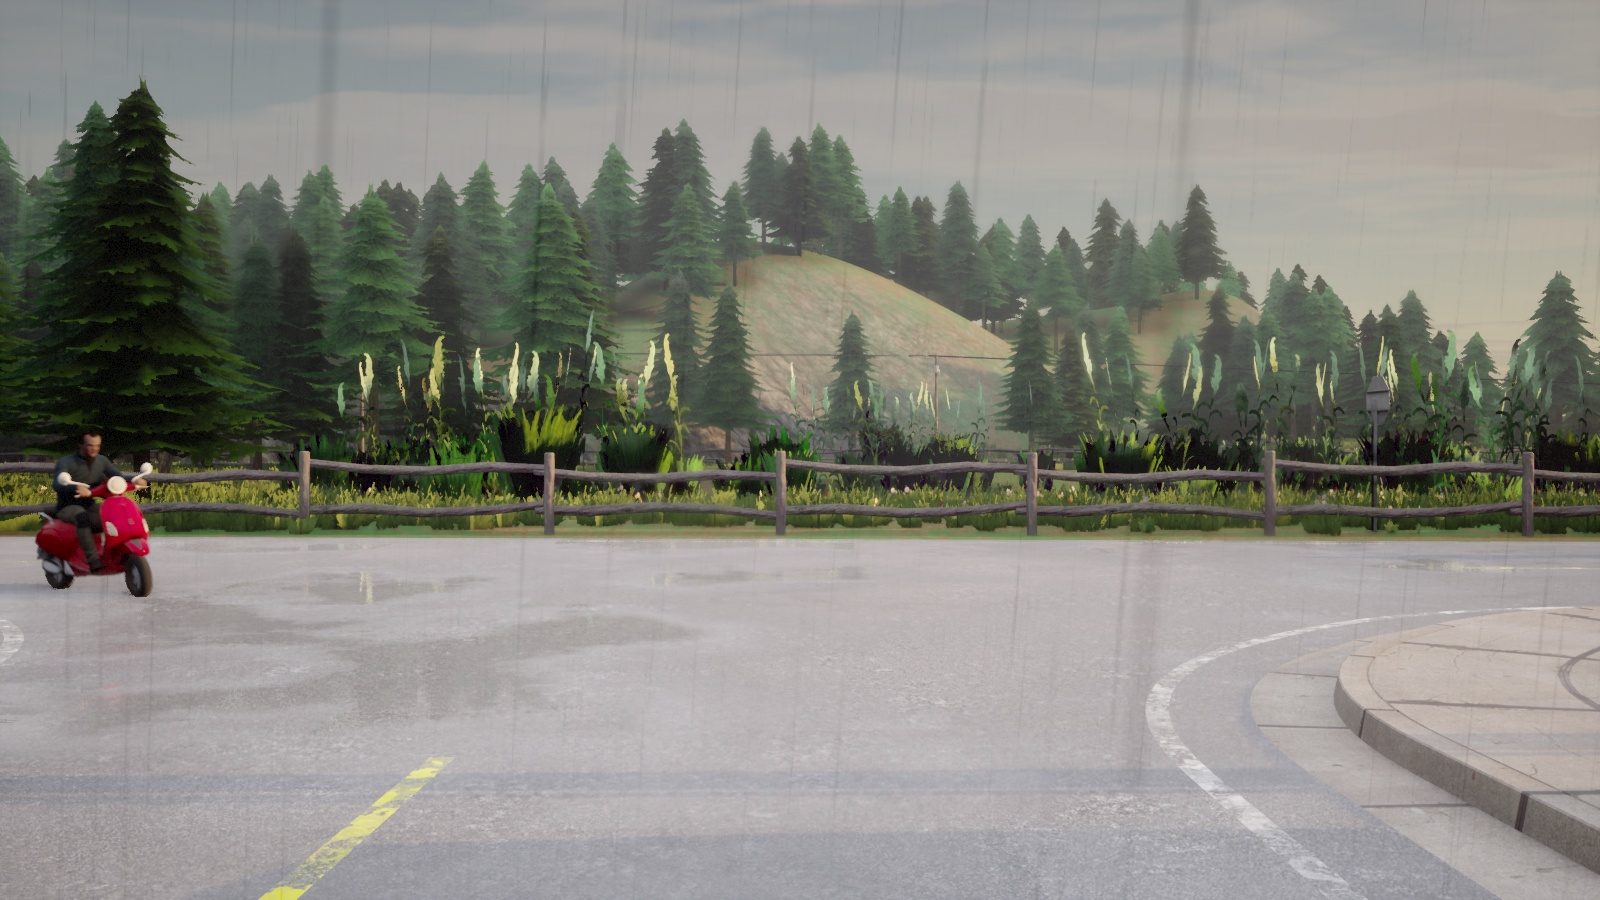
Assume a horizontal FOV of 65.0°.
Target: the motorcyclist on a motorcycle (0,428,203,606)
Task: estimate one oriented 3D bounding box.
[{"bbox_3d":[-6.816,0.599,12.242,1.817,1.590,0.866,0,3,30],"label":"motorcyclist on a motorcycle"}]
